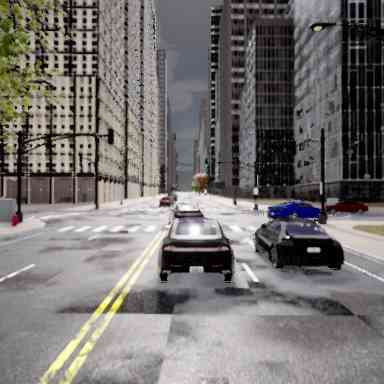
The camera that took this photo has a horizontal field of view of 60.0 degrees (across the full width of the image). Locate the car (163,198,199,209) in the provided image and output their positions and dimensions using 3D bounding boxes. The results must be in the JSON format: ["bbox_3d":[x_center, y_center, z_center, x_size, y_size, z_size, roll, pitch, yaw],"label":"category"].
[{"bbox_3d":[-0.475,1.450,21.666,2.128,1.511,4.902,0,1,-9],"label":"car"}]

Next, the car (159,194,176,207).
[{"bbox_3d":[-3.896,1.454,50.022,1.882,1.535,5.008,0,0,-1],"label":"car"}]

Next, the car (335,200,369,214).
[{"bbox_3d":[16.169,1.616,35.275,4.674,1.442,1.812,0,-1,2],"label":"car"}]

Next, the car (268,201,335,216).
[{"bbox_3d":[7.975,1.413,24.867,5.008,1.535,1.882,0,-2,-28],"label":"car"}]

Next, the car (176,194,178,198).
[{"bbox_3d":[-4.029,1.515,59.842,2.033,1.411,5.357,0,0,0],"label":"car"}]

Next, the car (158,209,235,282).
[{"bbox_3d":[0.100,1.492,9.767,2.128,1.511,4.902,0,0,0],"label":"car"}]

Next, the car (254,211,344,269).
[{"bbox_3d":[3.353,1.564,11.168,1.994,1.385,4.181,0,0,0],"label":"car"}]
